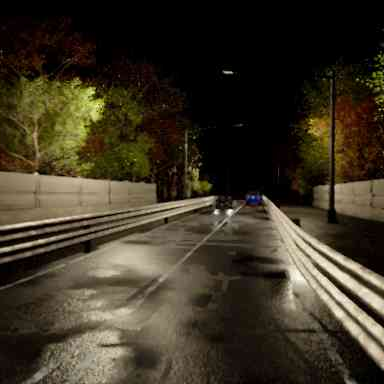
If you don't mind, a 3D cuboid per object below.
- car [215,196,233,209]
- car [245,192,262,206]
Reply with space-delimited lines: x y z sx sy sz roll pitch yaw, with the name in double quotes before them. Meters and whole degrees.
"car" 3.871 1.233 40.018 1.837 1.490 4.892 0 0 12
"car" 9.046 0.959 48.832 2.150 2.045 5.566 0 0 11
